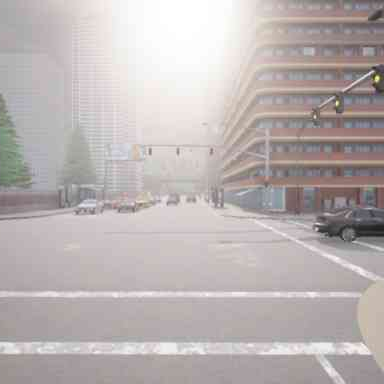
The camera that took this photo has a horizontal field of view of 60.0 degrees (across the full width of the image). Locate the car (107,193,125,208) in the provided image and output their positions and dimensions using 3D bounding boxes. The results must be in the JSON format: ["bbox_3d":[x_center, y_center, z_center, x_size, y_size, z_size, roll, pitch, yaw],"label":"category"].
[{"bbox_3d":[-10.672,1.332,43.839,2.097,1.767,4.553,0,0,0],"label":"car"}]

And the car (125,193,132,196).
[{"bbox_3d":[-10.683,1.197,53.567,2.150,2.045,5.566,0,0,0],"label":"car"}]

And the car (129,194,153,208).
[{"bbox_3d":[-7.177,1.456,47.069,1.882,1.535,5.008,0,0,0],"label":"car"}]

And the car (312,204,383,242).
[{"bbox_3d":[8.083,1.440,15.386,4.892,1.490,1.837,0,0,-5],"label":"car"}]

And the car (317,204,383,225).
[{"bbox_3d":[11.384,1.535,23.162,4.718,1.301,1.895,0,0,-13],"label":"car"}]

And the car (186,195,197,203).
[{"bbox_3d":[-0.118,1.319,69.644,2.097,1.767,4.553,0,0,0],"label":"car"}]

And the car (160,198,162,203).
[{"bbox_3d":[-7.138,1.495,66.773,1.812,1.442,4.674,0,0,0],"label":"car"}]

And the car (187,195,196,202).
[{"bbox_3d":[-0.132,1.498,78.114,1.994,1.385,4.181,0,0,0],"label":"car"}]

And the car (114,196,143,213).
[{"bbox_3d":[-7.148,1.508,37.730,1.812,1.442,4.674,0,0,0],"label":"car"}]

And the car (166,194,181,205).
[{"bbox_3d":[-3.497,1.521,58.154,2.033,1.411,5.357,0,0,0],"label":"car"}]

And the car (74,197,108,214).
[{"bbox_3d":[-10.658,1.510,34.893,1.812,1.442,4.674,0,0,2],"label":"car"}]

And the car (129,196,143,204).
[{"bbox_3d":[-10.651,1.475,63.985,1.837,1.490,4.892,0,0,0],"label":"car"}]

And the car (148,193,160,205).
[{"bbox_3d":[-7.179,1.466,56.548,2.128,1.511,4.902,0,0,0],"label":"car"}]
